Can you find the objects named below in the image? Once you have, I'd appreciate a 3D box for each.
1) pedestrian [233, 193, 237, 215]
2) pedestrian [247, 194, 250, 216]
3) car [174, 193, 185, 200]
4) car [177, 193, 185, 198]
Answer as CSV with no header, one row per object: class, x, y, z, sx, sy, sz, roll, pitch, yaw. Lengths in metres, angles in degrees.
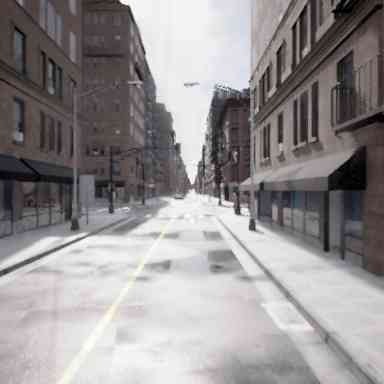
pedestrian,3.641,0.986,28.245,0.375,1.860,0.375,0,0,0
pedestrian,4.641,1.039,27.045,0.375,1.860,0.375,0,0,0
car,-2.946,1.097,74.244,2.033,1.411,5.357,0,0,0
car,-2.903,0.855,90.652,1.994,1.385,4.181,0,0,0
